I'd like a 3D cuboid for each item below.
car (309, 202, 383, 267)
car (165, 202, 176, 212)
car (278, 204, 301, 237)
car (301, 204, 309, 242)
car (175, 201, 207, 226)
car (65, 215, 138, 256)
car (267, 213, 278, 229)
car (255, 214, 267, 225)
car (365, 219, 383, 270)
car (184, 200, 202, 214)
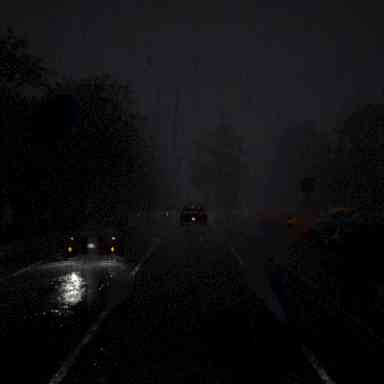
[{"bbox_3d":[7.052,1.248,10.620,5.566,2.045,2.435,0,0,0],"label":"car"},{"bbox_3d":[-3.309,2.416,54.203,2.128,1.511,4.902,0,-2,0],"label":"car"},{"bbox_3d":[7.091,1.516,16.168,5.008,1.535,2.097,0,0,0],"label":"car"},{"bbox_3d":[7.114,1.380,13.392,4.553,1.767,2.185,0,0,0],"label":"car"},{"bbox_3d":[0.104,1.636,24.718,2.128,1.511,4.902,0,-1,0],"label":"car"},{"bbox_3d":[-3.347,1.596,13.029,1.994,1.385,4.181,0,0,0],"label":"car"},{"bbox_3d":[7.092,1.536,18.941,4.892,1.521,2.231,0,0,0],"label":"car"},{"bbox_3d":[6.903,1.559,21.709,5.366,1.575,1.946,0,0,0],"label":"car"},{"bbox_3d":[7.108,1.526,7.843,4.792,1.488,2.163,0,0,0],"label":"car"},{"bbox_3d":[0.106,1.872,42.139,2.097,1.767,4.553,0,-2,0],"label":"car"}]
